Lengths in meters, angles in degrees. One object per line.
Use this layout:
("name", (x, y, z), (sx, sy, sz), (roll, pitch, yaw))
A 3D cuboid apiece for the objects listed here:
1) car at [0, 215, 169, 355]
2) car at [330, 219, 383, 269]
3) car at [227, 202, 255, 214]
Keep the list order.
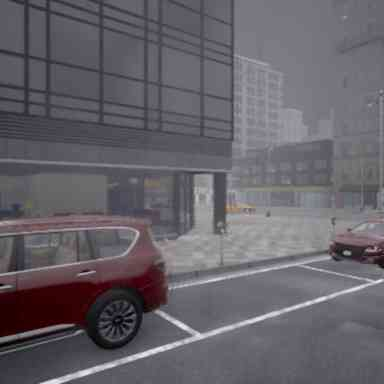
("car", (-2.696, 1.318, 4.732), (5.009, 1.841, 2.192), (0, -1, -36))
("car", (6.491, 1.600, 11.289), (4.507, 1.381, 1.887), (0, 0, -36))
("car", (6.078, 2.046, 43.457), (1.882, 1.535, 5.008), (0, -1, -35))
